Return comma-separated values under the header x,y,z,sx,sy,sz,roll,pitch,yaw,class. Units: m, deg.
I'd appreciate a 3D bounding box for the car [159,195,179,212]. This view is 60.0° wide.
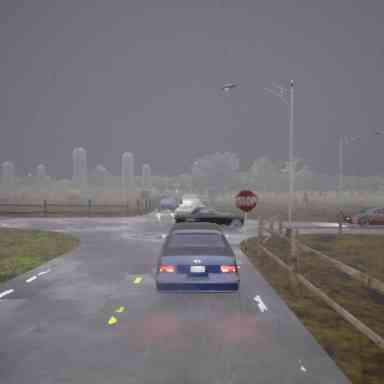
x,y,z,sx,sy,sz,roll,pitch,yaw,class
-2.799,1.445,38.819,1.882,1.535,5.008,0,0,-1,car

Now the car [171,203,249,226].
x,y,z,sx,sy,sz,roll,pitch,yaw,class
1.250,1.658,21.556,4.718,1.301,1.895,1,1,0,car

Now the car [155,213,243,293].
x,y,z,sx,sy,sz,roll,pitch,yaw,class
0.106,1.543,8.962,2.033,1.411,5.357,0,0,0,car

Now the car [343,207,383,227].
x,y,z,sx,sy,sz,roll,pitch,yaw,class
13.506,1.823,24.569,4.181,1.385,1.994,1,1,0,car

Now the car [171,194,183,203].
x,y,z,sx,sy,sz,roll,pitch,yaw,class
-2.833,1.441,49.254,2.128,1.511,4.902,0,0,0,car
